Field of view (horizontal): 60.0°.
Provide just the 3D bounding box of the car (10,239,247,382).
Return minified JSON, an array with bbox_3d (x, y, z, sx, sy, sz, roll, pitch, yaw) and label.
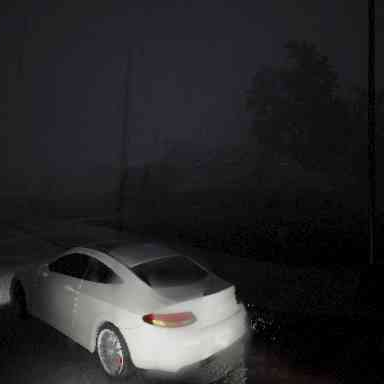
[{"bbox_3d":[-1.318,1.524,5.465,4.674,1.442,1.812,0,0,42],"label":"car"}]
